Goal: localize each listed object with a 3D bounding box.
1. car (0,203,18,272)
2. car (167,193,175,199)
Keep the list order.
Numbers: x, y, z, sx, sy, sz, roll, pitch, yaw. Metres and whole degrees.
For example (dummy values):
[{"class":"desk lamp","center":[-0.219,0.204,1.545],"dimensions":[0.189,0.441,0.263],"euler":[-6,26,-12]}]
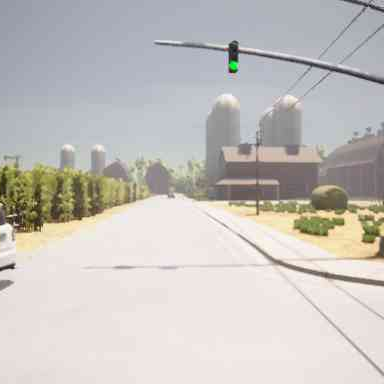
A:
[{"class":"car","center":[-6.944,1.211,7.576],"dimensions":[5.566,2.045,2.150],"euler":[0,-1,6]},{"class":"car","center":[-5.506,0.998,88.106],"dimensions":[1.994,1.385,4.181],"euler":[0,0,-4]}]
